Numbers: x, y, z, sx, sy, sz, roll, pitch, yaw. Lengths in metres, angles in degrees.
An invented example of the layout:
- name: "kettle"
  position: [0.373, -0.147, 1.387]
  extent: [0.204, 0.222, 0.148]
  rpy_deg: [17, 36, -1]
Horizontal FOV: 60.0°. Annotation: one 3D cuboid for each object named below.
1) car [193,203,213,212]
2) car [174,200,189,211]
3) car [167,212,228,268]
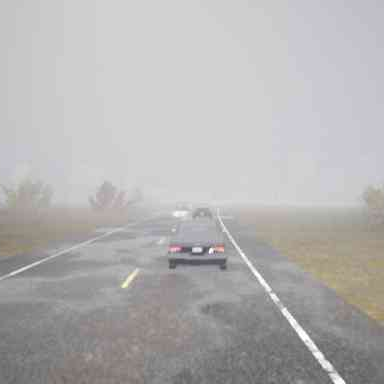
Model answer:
- name: "car"
  position: [1.065, 1.845, 32.731]
  extent: [1.812, 1.442, 4.674]
  rpy_deg: [0, -1, 3]
- name: "car"
  position: [-1.498, 1.972, 49.080]
  extent: [2.128, 1.511, 4.902]
  rpy_deg: [0, -1, 5]
- name: "car"
  position: [0.223, 1.662, 11.654]
  extent: [2.033, 1.411, 5.357]
  rpy_deg: [0, -1, 2]
